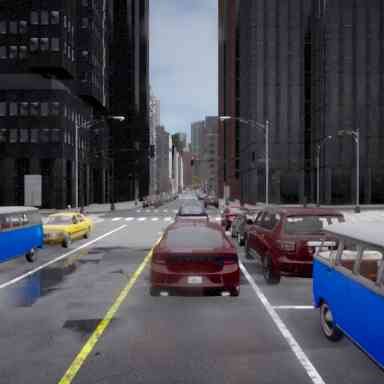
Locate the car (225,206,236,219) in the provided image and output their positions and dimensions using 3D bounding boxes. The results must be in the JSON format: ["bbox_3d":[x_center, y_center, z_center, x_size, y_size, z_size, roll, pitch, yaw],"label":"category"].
[{"bbox_3d":[2.753,1.552,14.974,2.008,1.369,4.403,0,0,0],"label":"car"}]

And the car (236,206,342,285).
[{"bbox_3d":[2.756,1.315,9.449,2.192,1.841,5.009,0,0,0],"label":"car"}]

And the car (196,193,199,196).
[{"bbox_3d":[2.710,1.676,92.692,1.947,1.339,4.313,0,0,0],"label":"car"}]

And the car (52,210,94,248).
[{"bbox_3d":[-5.774,1.526,14.811,1.752,1.417,4.829,0,0,0],"label":"car"}]

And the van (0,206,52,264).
[{"bbox_3d":[-5.773,1.341,9.457,1.690,1.788,3.998,0,0,0],"label":"van"}]

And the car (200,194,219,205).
[{"bbox_3d":[2.733,1.337,47.541,2.192,1.841,5.009,0,0,0],"label":"car"}]

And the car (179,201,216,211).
[{"bbox_3d":[-0.008,1.494,19.048,2.128,1.511,4.902,0,0,0],"label":"car"}]

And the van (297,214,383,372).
[{"bbox_3d":[2.761,1.341,3.923,1.690,1.788,3.998,0,0,0],"label":"van"}]

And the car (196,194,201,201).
[{"bbox_3d":[2.713,1.641,87.047,1.887,1.381,4.507,0,0,0],"label":"car"}]

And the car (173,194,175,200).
[{"bbox_3d":[-5.809,1.626,81.405,1.887,1.381,4.507,0,0,0],"label":"car"}]

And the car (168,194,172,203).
[{"bbox_3d":[-5.803,1.621,70.119,1.947,1.339,4.313,0,0,0],"label":"car"}]

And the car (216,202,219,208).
[{"bbox_3d":[2.749,1.548,20.500,1.887,1.381,4.507,0,0,0],"label":"car"}]

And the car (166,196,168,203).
[{"bbox_3d":[-5.797,1.601,58.832,1.947,1.339,4.313,0,0,0],"label":"car"}]

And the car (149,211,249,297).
[{"bbox_3d":[0.063,1.478,8.638,1.882,1.535,5.008,0,0,0],"label":"car"}]

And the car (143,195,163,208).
[{"bbox_3d":[-5.792,1.337,47.546,2.192,1.841,5.009,0,0,0],"label":"car"}]

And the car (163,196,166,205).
[{"bbox_3d":[-5.795,1.343,53.189,2.192,1.841,5.009,0,0,0],"label":"car"}]

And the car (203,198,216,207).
[{"bbox_3d":[2.731,1.594,53.184,1.947,1.339,4.313,0,0,0],"label":"car"}]
